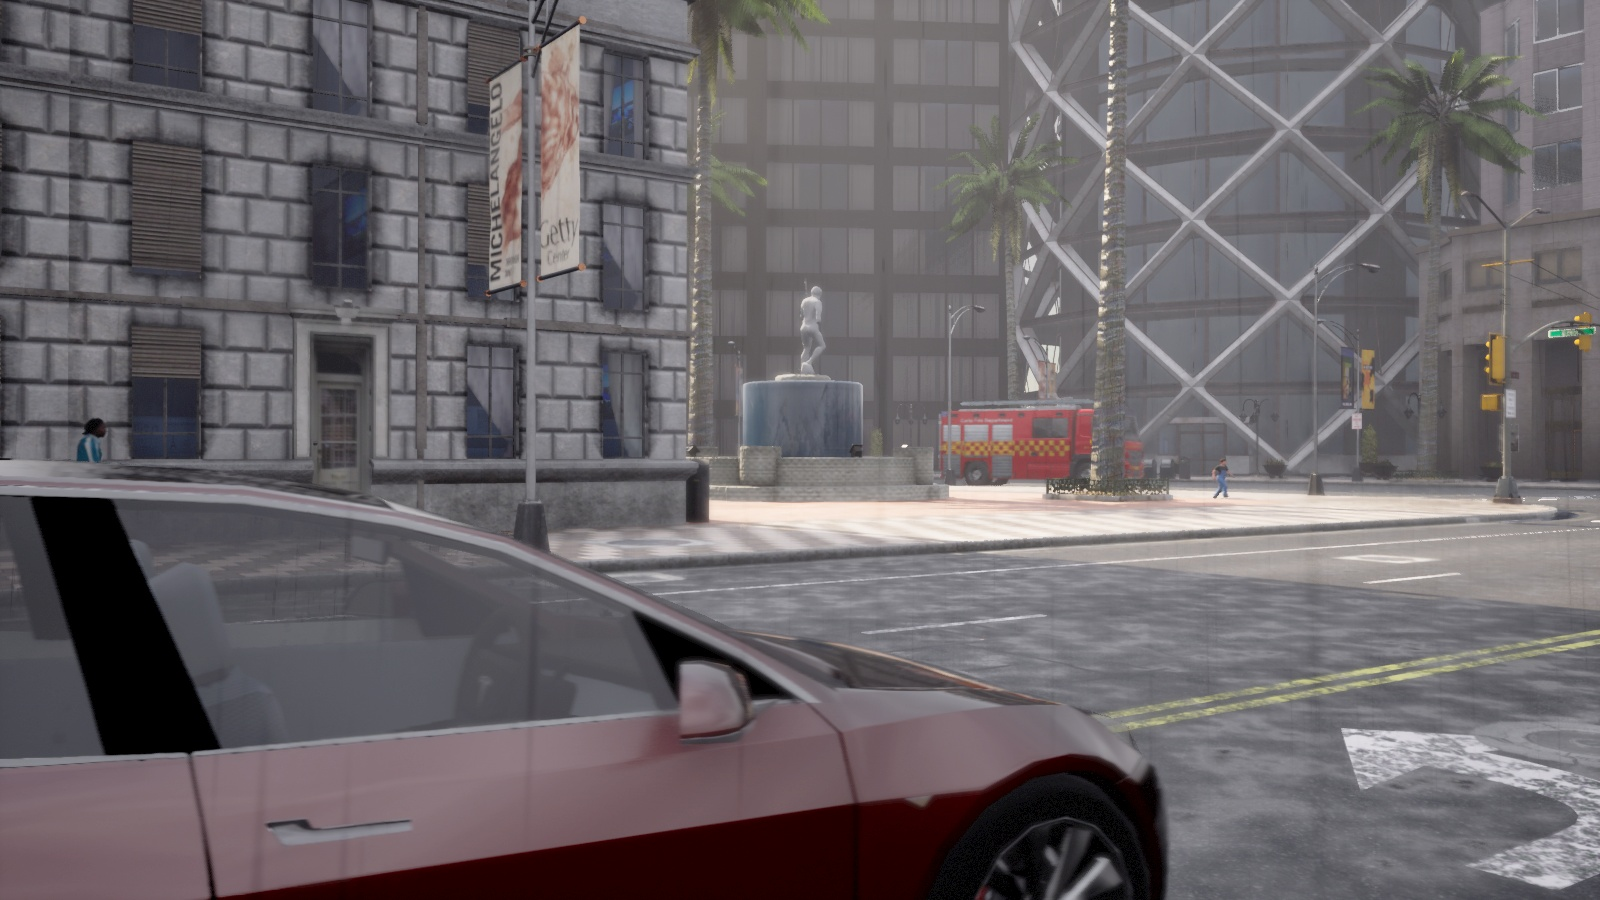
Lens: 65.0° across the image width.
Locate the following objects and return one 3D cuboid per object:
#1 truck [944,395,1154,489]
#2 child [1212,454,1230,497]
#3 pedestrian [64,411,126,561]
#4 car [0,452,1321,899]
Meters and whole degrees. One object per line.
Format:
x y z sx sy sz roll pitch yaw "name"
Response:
10.766 -0.309 54.646 8.468 3.827 2.891 0 0 30 "truck"
12.523 0.746 37.354 0.270 1.263 0.437 0 0 -35 "child"
-9.215 0.461 16.411 0.692 1.930 0.396 0 0 -30 "pedestrian"
-1.221 0.754 2.808 4.792 1.488 2.163 0 0 -35 "car"
